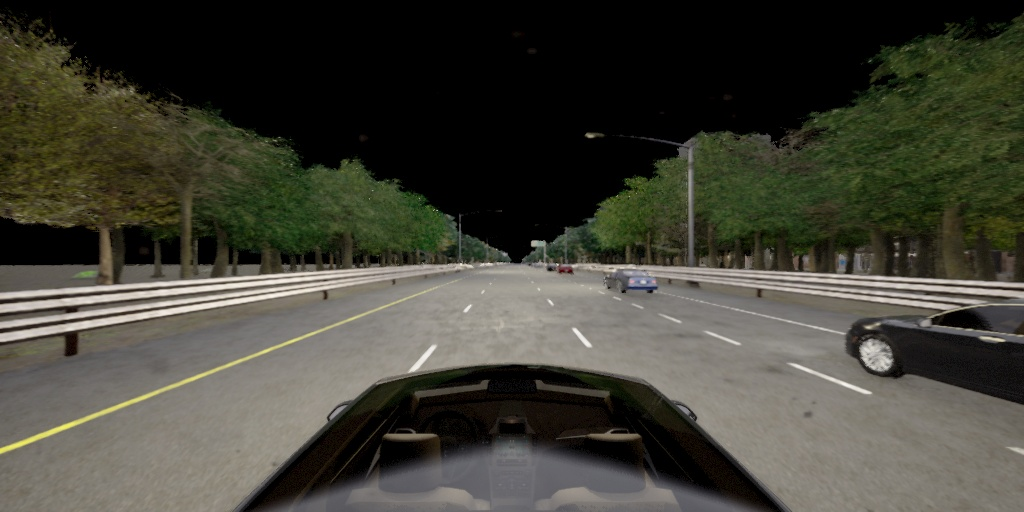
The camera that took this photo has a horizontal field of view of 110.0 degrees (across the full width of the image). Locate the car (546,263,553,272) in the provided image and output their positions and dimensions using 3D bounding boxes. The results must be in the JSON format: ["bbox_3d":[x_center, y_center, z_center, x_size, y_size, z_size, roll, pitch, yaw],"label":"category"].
[{"bbox_3d":[7.173,2.066,64.753,1.882,1.535,5.008,0,-1,0],"label":"car"}]

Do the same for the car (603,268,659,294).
[{"bbox_3d":[7.008,1.458,21.663,2.033,1.411,5.357,0,-1,0],"label":"car"}]

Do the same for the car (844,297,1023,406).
[{"bbox_3d":[7.000,1.274,4.540,1.837,1.490,4.892,0,0,0],"label":"car"}]

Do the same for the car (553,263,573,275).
[{"bbox_3d":[7.089,1.774,48.805,1.882,1.535,5.008,0,-1,0],"label":"car"}]
